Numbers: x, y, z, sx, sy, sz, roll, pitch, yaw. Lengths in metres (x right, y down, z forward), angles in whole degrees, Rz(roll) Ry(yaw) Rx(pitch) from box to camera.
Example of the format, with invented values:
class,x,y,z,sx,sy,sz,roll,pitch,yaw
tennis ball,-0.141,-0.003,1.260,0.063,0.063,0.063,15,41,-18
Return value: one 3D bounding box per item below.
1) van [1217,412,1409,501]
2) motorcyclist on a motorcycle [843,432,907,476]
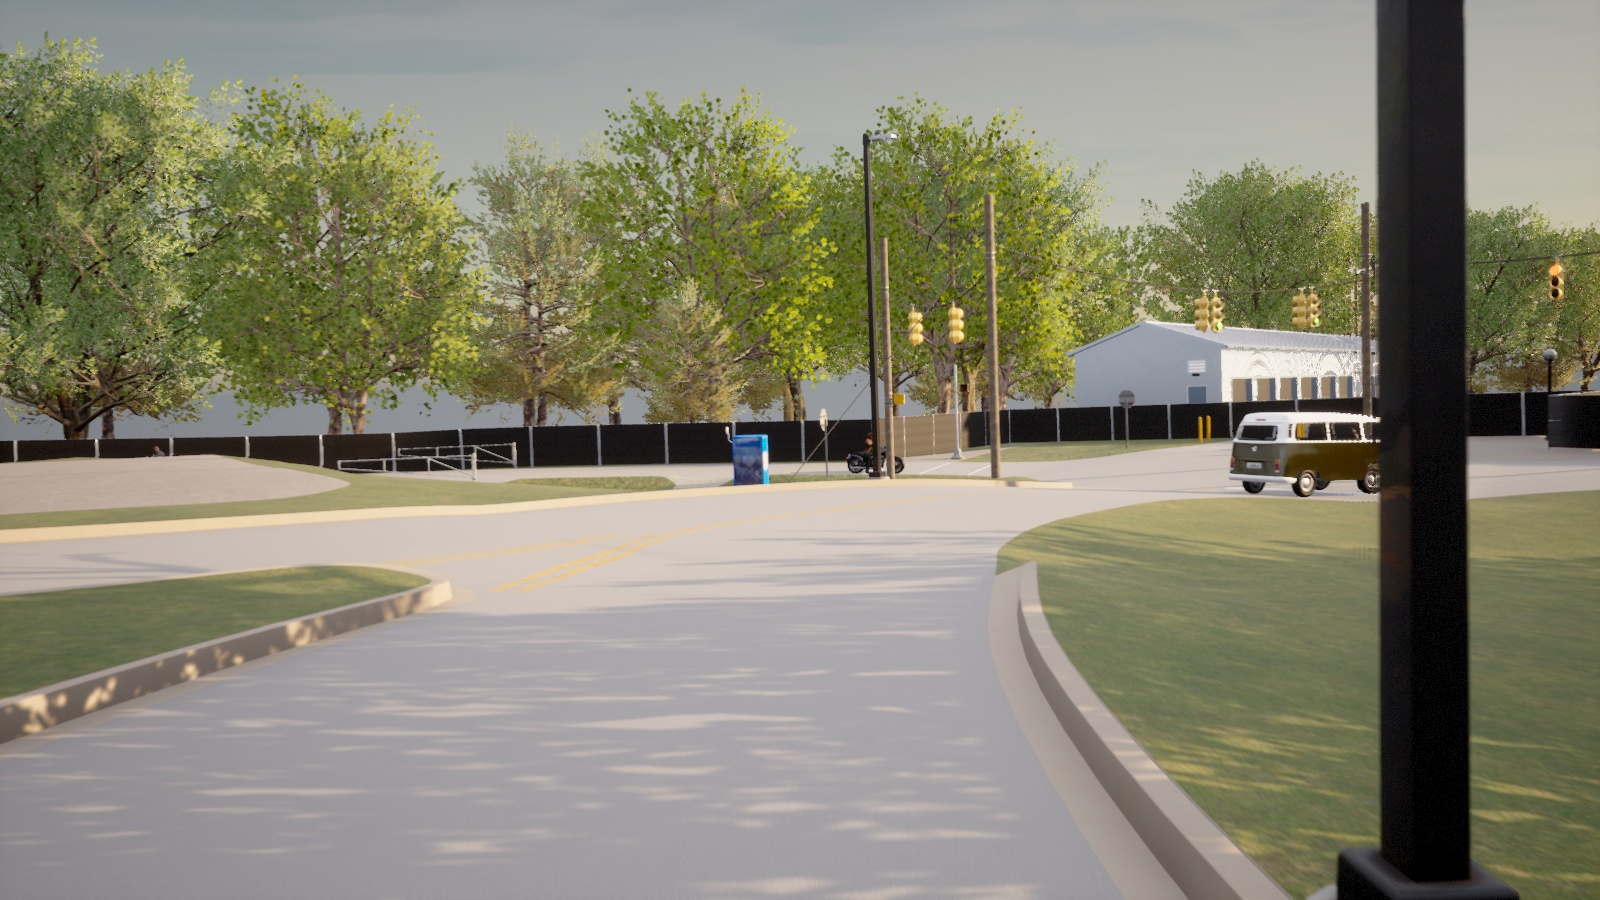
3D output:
class,x,y,z,sx,sy,sz,roll,pitch,yaw
van,12.775,0.093,31.220,4.480,2.038,2.069,-1,2,-30
motorcyclist on a motorcycle,2.927,0.147,48.865,2.350,1.649,0.766,0,4,20
